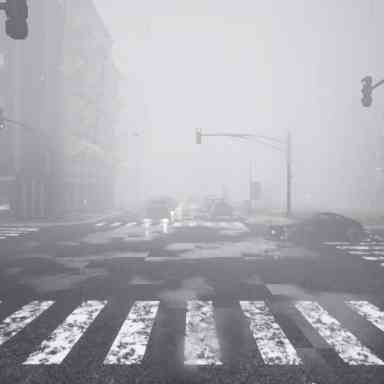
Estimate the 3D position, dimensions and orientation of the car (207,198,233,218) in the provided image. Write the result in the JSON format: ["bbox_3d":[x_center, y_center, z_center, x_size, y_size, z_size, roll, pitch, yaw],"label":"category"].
[{"bbox_3d":[2.654,1.522,30.009,1.887,1.381,4.507,-1,0,0],"label":"car"}]

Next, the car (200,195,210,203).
[{"bbox_3d":[2.669,1.353,69.529,1.967,1.590,4.097,-1,0,0],"label":"car"}]

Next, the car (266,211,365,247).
[{"bbox_3d":[5.470,1.565,14.862,4.181,1.385,1.994,0,0,-13],"label":"car"}]

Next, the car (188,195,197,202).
[{"bbox_3d":[0.037,1.411,71.114,1.837,1.490,4.892,0,0,0],"label":"car"}]

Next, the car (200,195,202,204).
[{"bbox_3d":[2.660,1.490,52.592,1.887,1.381,4.507,-1,0,0],"label":"car"}]

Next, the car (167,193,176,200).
[{"bbox_3d":[-5.680,1.173,92.085,2.192,1.841,5.009,-1,0,0],"label":"car"}]

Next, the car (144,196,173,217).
[{"bbox_3d":[-3.087,1.453,31.238,1.882,1.535,5.008,0,0,0],"label":"car"}]

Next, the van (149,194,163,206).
[{"bbox_3d":[-5.691,1.286,52.561,1.690,1.788,3.998,-1,0,0],"label":"van"}]

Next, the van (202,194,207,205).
[{"bbox_3d":[2.656,1.295,46.946,1.690,1.788,3.998,-1,0,0],"label":"van"}]

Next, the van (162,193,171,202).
[{"bbox_3d":[-5.684,1.242,75.146,1.690,1.788,3.998,-1,0,0],"label":"van"}]

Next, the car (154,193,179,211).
[{"bbox_3d":[-3.080,1.315,40.552,2.097,1.767,4.553,0,0,0],"label":"car"}]

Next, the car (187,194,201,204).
[{"bbox_3d":[0.122,1.284,59.873,2.097,1.767,4.553,0,0,0],"label":"car"}]

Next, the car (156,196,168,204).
[{"bbox_3d":[-5.685,1.470,63.852,1.887,1.381,4.507,-1,0,0],"label":"car"}]

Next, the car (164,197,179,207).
[{"bbox_3d":[-3.065,1.513,50.517,1.994,1.385,4.181,0,0,0],"label":"car"}]

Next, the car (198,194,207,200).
[{"bbox_3d":[2.704,1.313,86.467,1.967,1.590,4.097,-1,0,0],"label":"car"}]

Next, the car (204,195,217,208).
[{"bbox_3d":[2.654,1.410,35.654,1.967,1.590,4.097,-1,0,0],"label":"car"}]
